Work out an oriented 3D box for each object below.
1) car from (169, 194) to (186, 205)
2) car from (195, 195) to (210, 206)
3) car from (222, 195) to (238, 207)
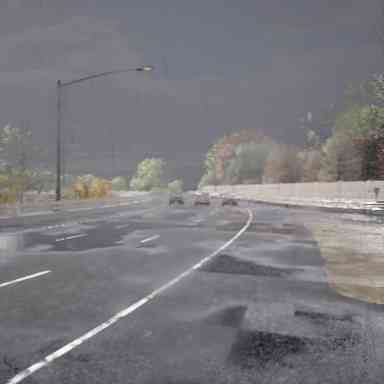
[{"bbox_3d":[-2.018,1.017,45.367,1.837,1.490,4.892,1,0,2],"label":"car"},{"bbox_3d":[1.434,1.115,44.477,1.994,1.385,4.181,0,1,2],"label":"car"},{"bbox_3d":[4.908,1.116,43.478,1.812,1.442,4.674,1,0,3],"label":"car"}]
